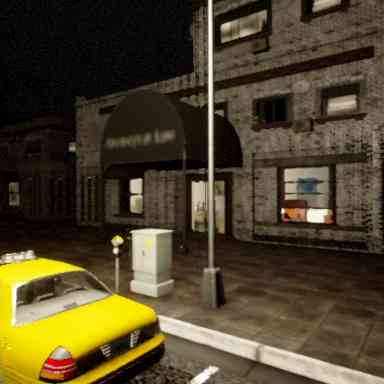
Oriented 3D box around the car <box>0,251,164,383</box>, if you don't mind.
[{"bbox_3d":[-2.605,1.530,4.733,4.829,1.417,1.752,0,0,35],"label":"car"}]
